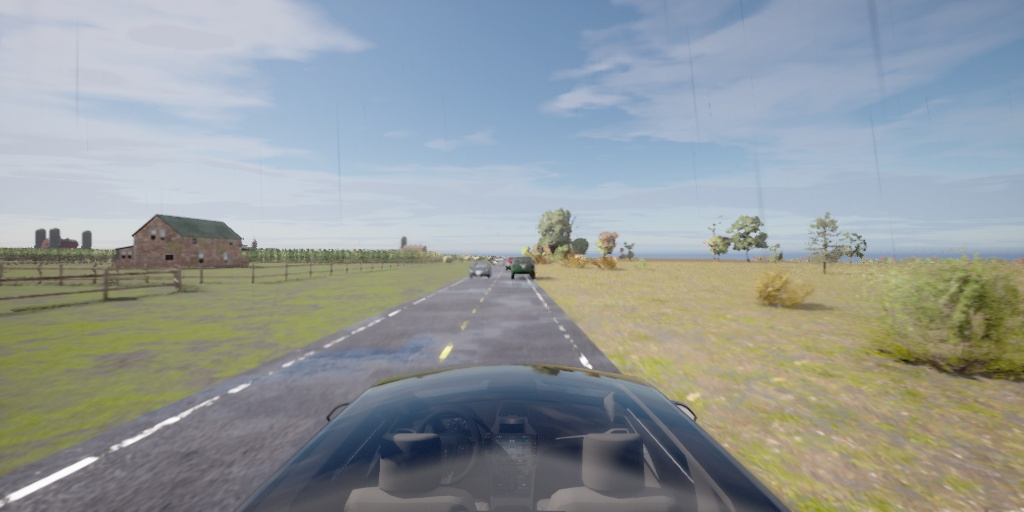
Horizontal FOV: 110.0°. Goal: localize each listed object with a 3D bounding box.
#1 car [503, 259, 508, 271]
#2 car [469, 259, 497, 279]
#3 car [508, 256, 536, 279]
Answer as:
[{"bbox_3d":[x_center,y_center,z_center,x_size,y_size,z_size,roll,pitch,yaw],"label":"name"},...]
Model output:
[{"bbox_3d":[0.027,1.453,51.840,1.895,1.301,4.718,0,0,0],"label":"car"},{"bbox_3d":[-2.831,1.296,33.238,2.128,1.511,4.902,0,0,0],"label":"car"},{"bbox_3d":[0.973,1.028,33.055,2.150,2.045,5.566,0,0,0],"label":"car"}]
